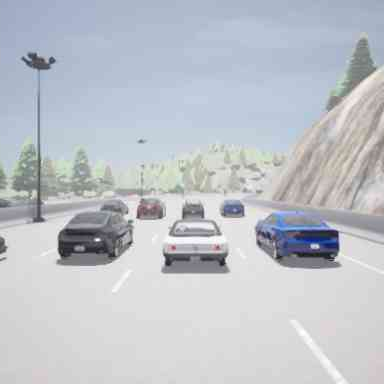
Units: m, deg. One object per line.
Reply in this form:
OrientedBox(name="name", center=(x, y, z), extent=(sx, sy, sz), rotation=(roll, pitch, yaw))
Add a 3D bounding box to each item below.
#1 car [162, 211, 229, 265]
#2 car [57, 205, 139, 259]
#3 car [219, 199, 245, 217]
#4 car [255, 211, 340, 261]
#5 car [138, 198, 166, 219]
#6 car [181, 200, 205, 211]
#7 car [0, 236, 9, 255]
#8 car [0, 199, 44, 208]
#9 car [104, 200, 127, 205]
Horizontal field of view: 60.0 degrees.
OrientedBox(name="car", center=(0.099, 1.563, 11.471), extent=(1.895, 1.301, 4.718), rotation=(0, 0, 0))
OrientedBox(name="car", center=(-3.401, 1.463, 12.492), extent=(1.837, 1.490, 4.892), rotation=(0, 0, 0))
OrientedBox(name="car", center=(3.597, 1.379, 30.373), extent=(1.882, 1.535, 5.008), rotation=(0, 0, 0))
OrientedBox(name="car", center=(3.600, 1.438, 12.211), extent=(1.882, 1.535, 5.008), rotation=(0, 0, 0))
OrientedBox(name="car", center=(-3.401, 1.258, 28.520), extent=(2.097, 1.767, 4.553), rotation=(0, 0, 0))
OrientedBox(name="car", center=(0.097, 1.397, 28.794), extent=(2.128, 1.511, 4.902), rotation=(0, 0, 0))
OrientedBox(name="car", center=(-6.900, 1.519, 8.370), extent=(2.033, 1.411, 5.357), rotation=(0, 0, 0))
OrientedBox(name="car", center=(-17.596, 1.430, 35.343), extent=(2.033, 1.411, 5.357), rotation=(0, 0, 0))
OrientedBox(name="car", center=(-6.917, 1.427, 29.869), extent=(1.812, 1.442, 4.674), rotation=(0, 0, 0))
